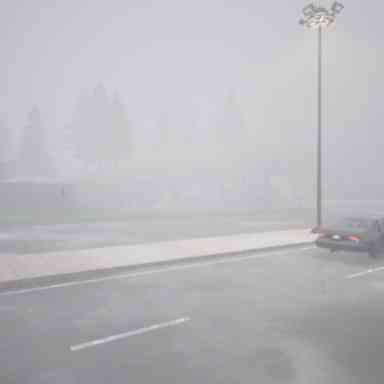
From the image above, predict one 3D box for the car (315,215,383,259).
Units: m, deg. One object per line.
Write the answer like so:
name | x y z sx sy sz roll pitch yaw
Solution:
car | 7.090 1.641 13.098 5.357 1.411 2.033 0 0 -35
